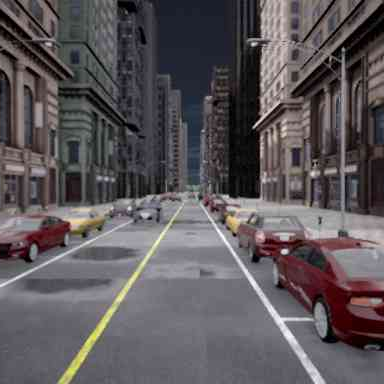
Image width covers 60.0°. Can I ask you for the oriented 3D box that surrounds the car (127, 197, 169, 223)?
[{"bbox_3d":[-3.109,1.391,24.579,2.128,1.511,4.902,0,0,0],"label":"car"}]

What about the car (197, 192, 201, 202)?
[{"bbox_3d":[2.366,0.952,69.103,2.150,2.045,5.566,0,0,0],"label":"car"}]

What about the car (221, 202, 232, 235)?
[{"bbox_3d":[2.752,1.453,17.631,1.752,1.417,4.829,0,0,0],"label":"car"}]

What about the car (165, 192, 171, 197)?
[{"bbox_3d":[-5.798,1.000,79.073,2.192,1.841,5.009,0,0,0],"label":"car"}]

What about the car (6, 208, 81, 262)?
[{"bbox_3d":[-5.770,1.496,11.847,1.887,1.381,4.507,0,0,0],"label":"car"}]

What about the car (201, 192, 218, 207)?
[{"bbox_3d":[2.741,1.131,45.469,2.192,1.841,5.009,0,0,0],"label":"car"}]

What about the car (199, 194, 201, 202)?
[{"bbox_3d":[2.737,1.338,56.673,1.947,1.339,4.313,0,0,0],"label":"car"}]

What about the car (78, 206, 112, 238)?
[{"bbox_3d":[-5.773,1.455,17.280,1.752,1.417,4.829,0,0,0],"label":"car"}]

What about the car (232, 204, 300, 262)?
[{"bbox_3d":[2.754,1.391,11.859,1.967,1.590,4.097,0,0,0],"label":"car"}]

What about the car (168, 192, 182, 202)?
[{"bbox_3d":[-3.034,1.282,65.684,2.033,1.411,5.357,0,0,0],"label":"car"}]

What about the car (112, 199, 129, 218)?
[{"bbox_3d":[-5.777,1.323,28.654,1.967,1.590,4.097,0,0,0],"label":"car"}]

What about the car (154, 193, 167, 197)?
[{"bbox_3d":[-5.788,1.317,56.664,1.887,1.381,4.507,0,0,0],"label":"car"}]

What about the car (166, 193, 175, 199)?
[{"bbox_3d":[-5.802,1.082,90.277,1.967,1.590,4.097,0,0,0],"label":"car"}]

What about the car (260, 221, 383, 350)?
[{"bbox_3d":[2.757,1.519,6.258,1.887,1.381,4.507,0,0,0],"label":"car"}]

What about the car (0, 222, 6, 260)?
[{"bbox_3d":[-5.768,1.519,6.246,1.887,1.381,4.507,0,0,0],"label":"car"}]

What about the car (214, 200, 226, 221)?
[{"bbox_3d":[2.751,1.488,23.063,1.802,1.307,4.206,0,0,0],"label":"car"}]

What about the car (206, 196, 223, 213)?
[{"bbox_3d":[2.746,1.405,34.266,1.887,1.381,4.507,0,0,0],"label":"car"}]

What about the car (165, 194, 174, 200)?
[{"bbox_3d":[-5.799,1.229,84.675,1.947,1.339,4.313,0,0,0],"label":"car"}]

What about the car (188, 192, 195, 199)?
[{"bbox_3d":[-0.035,1.104,88.518,1.895,1.301,4.718,0,0,0],"label":"car"}]
